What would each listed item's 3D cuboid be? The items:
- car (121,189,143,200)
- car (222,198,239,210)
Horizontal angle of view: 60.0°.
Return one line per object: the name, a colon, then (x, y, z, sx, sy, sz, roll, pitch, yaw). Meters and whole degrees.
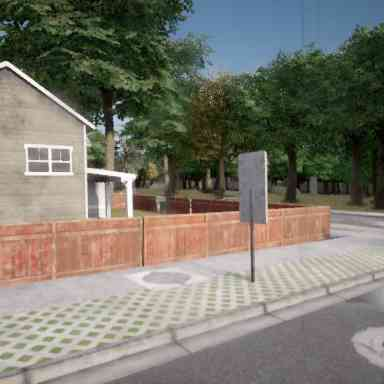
car: (-8.890, 0.333, 49.050, 2.097, 1.767, 4.553, -2, 3, -35)
car: (3.996, 1.204, 30.671, 1.895, 1.301, 4.718, -2, 2, -35)
